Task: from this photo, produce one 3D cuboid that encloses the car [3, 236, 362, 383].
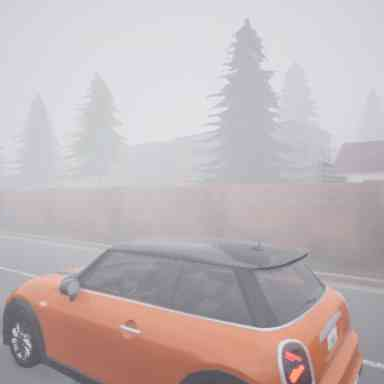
[{"bbox_3d":[-0.451,1.364,4.270,4.553,1.767,2.097,-1,0,36],"label":"car"}]
